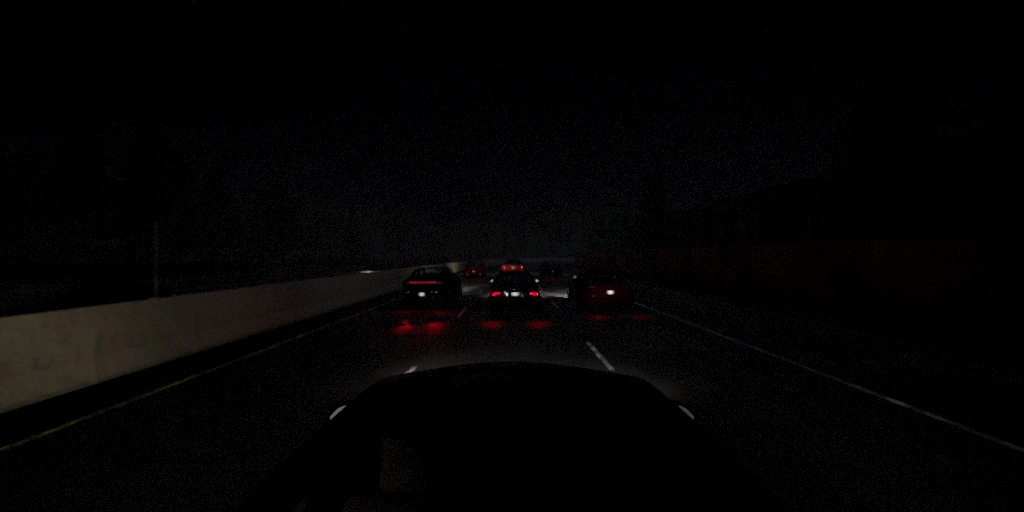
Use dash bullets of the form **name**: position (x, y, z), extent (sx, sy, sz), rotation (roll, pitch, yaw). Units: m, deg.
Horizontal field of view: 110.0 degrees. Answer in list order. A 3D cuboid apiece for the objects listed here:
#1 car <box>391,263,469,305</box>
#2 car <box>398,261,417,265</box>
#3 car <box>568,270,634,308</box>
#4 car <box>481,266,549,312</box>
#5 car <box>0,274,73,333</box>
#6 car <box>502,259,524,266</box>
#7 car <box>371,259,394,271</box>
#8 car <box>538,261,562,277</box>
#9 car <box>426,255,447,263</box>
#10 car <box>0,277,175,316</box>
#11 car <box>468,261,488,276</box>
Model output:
- **car**: position (-3.402, 1.224, 15.943), extent (2.128, 1.511, 4.902), rotation (0, 0, 0)
- **car**: position (-14.085, 1.291, 48.980), extent (1.895, 1.301, 4.718), rotation (0, 0, 0)
- **car**: position (3.598, 1.297, 15.111), extent (1.994, 1.385, 4.181), rotation (0, 0, 0)
- **car**: position (0.098, 1.282, 14.139), extent (2.033, 1.411, 5.357), rotation (0, 0, 0)
- **car**: position (-14.102, 1.268, 8.442), extent (1.812, 1.442, 4.674), rotation (0, 0, 0)
- **car**: position (0.096, 1.062, 33.519), extent (2.097, 1.767, 4.553), rotation (0, 0, 0)
- **car**: position (-17.582, 1.194, 49.033), extent (1.837, 1.490, 4.892), rotation (0, 0, 0)
- **car**: position (3.596, 1.186, 34.226), extent (1.882, 1.535, 5.008), rotation (0, 0, 0)
- **car**: position (-10.579, 0.909, 50.600), extent (2.150, 2.045, 5.566), rotation (0, 0, 0)
- **car**: position (-10.602, 1.267, 8.524), extent (1.812, 1.442, 4.674), rotation (0, 0, 0)
- **car**: position (-3.404, 1.186, 34.211), extent (1.882, 1.535, 5.008), rotation (0, 0, 0)
